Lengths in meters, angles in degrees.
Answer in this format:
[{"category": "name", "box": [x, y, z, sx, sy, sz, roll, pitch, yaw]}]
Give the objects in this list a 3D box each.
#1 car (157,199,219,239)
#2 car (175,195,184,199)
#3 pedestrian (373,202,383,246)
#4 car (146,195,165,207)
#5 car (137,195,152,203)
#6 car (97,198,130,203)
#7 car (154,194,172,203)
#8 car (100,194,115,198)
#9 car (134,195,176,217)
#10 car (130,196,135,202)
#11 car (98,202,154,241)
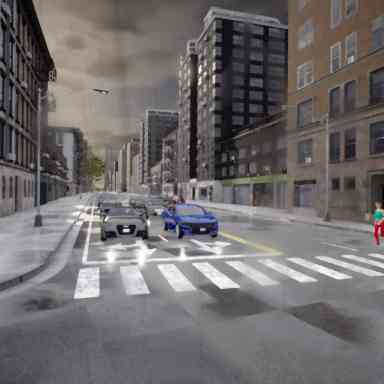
[{"category": "car", "box": [-0.220, 1.336, 16.797, 1.882, 1.535, 5.008, 1, 0, -16]}, {"category": "car", "box": [-2.166, 1.212, 47.536, 1.812, 1.442, 4.674, 1, 0, -15]}, {"category": "pedestrian", "box": [7.580, 1.258, 13.439, 0.375, 1.860, 0.375, 1, 0, -16]}, {"category": "car", "box": [-5.200, 1.161, 46.365, 1.837, 1.490, 4.892, 1, 0, -16]}, {"category": "car", "box": [-8.123, 1.167, 56.326, 1.895, 1.301, 4.718, 1, 0, -16]}, {"category": "car", "box": [-6.111, 1.351, 25.501, 1.895, 1.301, 4.718, 1, 0, -16]}, {"category": "car", "box": [-4.991, 1.146, 57.196, 2.033, 1.411, 5.357, 1, 0, -16]}, {"category": "car", "box": [-9.399, 1.006, 36.984, 2.097, 1.767, 4.553, 1, 0, -16]}, {"category": "car", "box": [-3.062, 1.272, 26.658, 2.128, 1.511, 4.902, 1, 0, -16]}, {"category": "car", "box": [-5.893, 1.203, 36.529, 1.837, 1.490, 4.892, 1, 0, -16]}, {"category": "car", "box": [-3.260, 1.392, 15.599, 1.994, 1.385, 4.181, 1, 0, -16]}]
